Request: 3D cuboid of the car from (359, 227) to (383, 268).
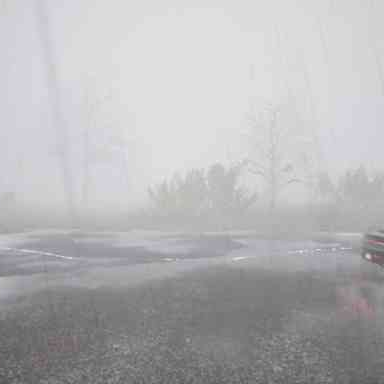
[{"bbox_3d":[7.276,1.539,9.144,4.892,1.490,1.837,0,0,1],"label":"car"}]
